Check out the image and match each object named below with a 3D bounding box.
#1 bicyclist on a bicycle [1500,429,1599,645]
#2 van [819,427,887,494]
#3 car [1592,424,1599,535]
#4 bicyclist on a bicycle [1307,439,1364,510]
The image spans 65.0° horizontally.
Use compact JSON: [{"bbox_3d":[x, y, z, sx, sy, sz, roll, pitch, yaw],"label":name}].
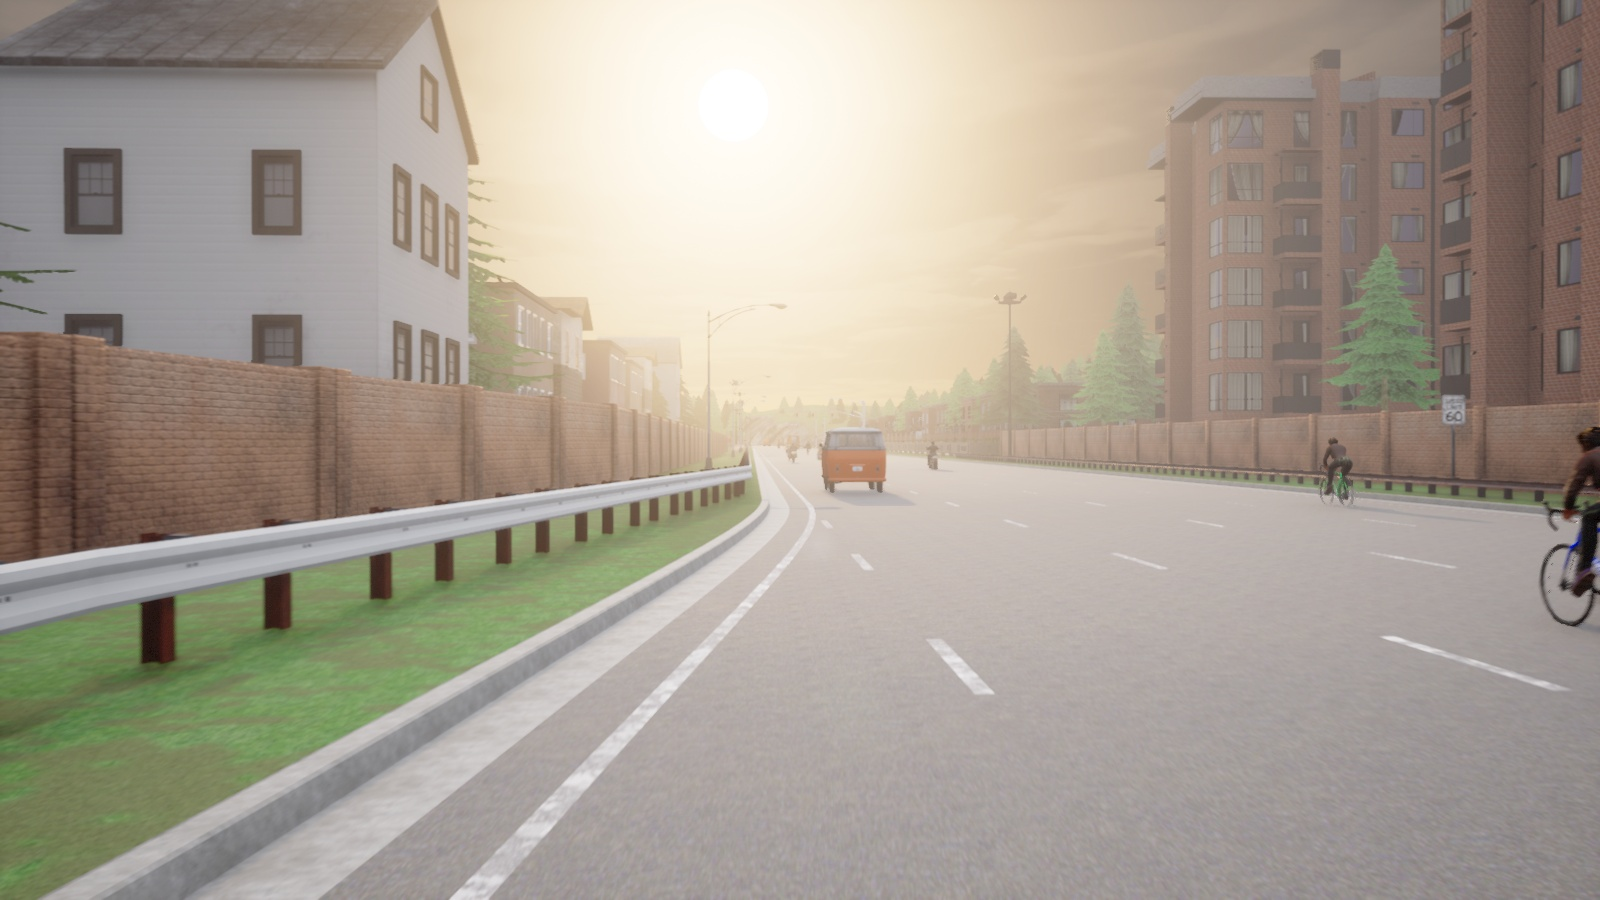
[{"bbox_3d":[6.255,0.653,9.817,0.582,1.620,1.656,0,0,-2],"label":"bicyclist on a bicycle"},{"bbox_3d":[1.603,0.291,39.244,1.775,1.987,4.442,0,0,-2],"label":"van"},{"bbox_3d":[13.007,0.450,16.285,2.152,1.651,5.027,0,0,-2],"label":"car"},{"bbox_3d":[12.497,0.554,29.362,0.582,1.620,1.656,0,0,-2],"label":"bicyclist on a bicycle"}]
